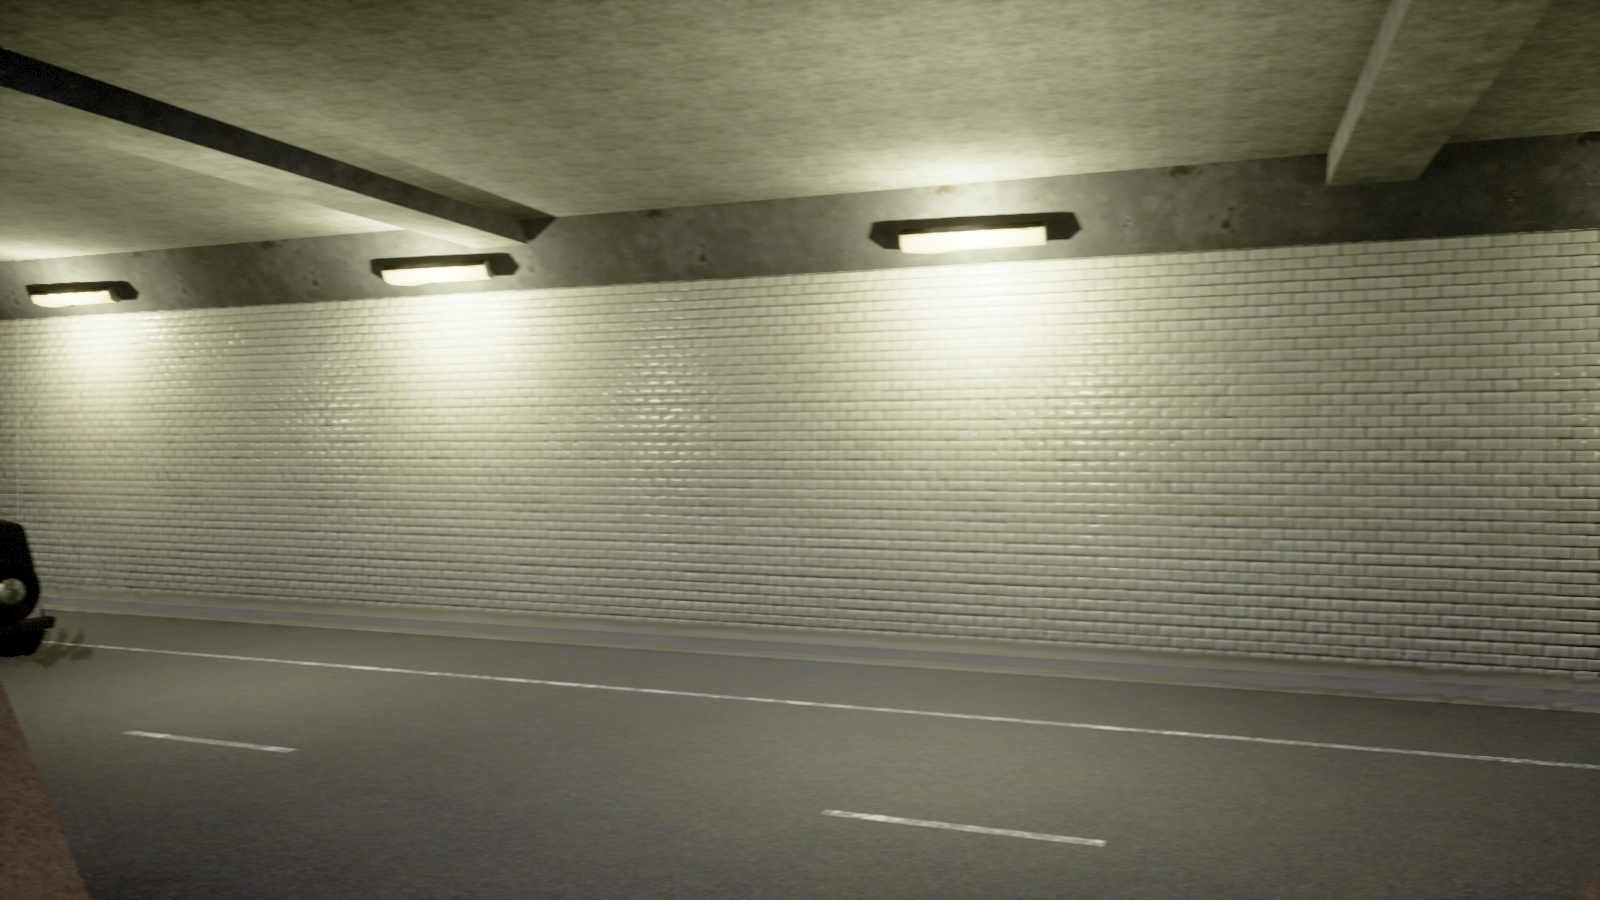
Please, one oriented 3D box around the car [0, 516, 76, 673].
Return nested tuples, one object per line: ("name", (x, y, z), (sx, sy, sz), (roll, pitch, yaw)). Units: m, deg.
("car", (-11.817, 1.857, 15.044), (3.866, 1.878, 1.905), (0, 0, 20))
